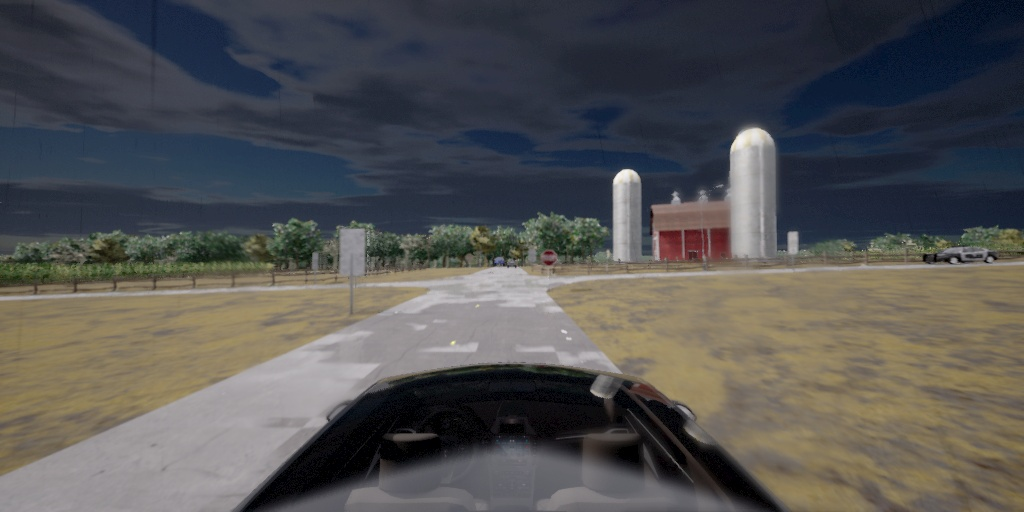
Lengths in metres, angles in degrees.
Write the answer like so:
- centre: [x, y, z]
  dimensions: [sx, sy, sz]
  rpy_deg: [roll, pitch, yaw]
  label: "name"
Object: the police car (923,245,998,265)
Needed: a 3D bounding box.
- centre: [38.959, -0.108, 31.328]
  dimensions: [5.238, 1.638, 1.930]
  rpy_deg: [-2, -1, 0]
  label: "police car"
